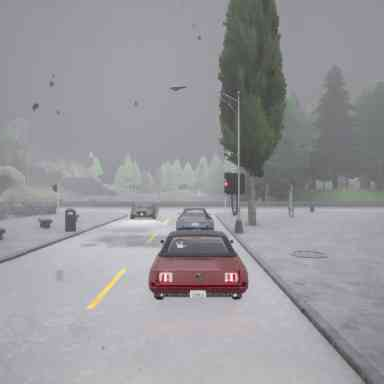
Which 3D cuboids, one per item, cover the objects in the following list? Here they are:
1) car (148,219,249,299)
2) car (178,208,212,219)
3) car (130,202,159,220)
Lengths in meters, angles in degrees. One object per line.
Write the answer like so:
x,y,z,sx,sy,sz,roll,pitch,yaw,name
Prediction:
0.125,1.601,8.373,1.895,1.301,4.718,0,0,0,car
0.157,1.564,18.413,1.994,1.385,4.181,0,0,0,car
-3.917,1.564,27.828,1.994,1.385,4.181,0,0,0,car
